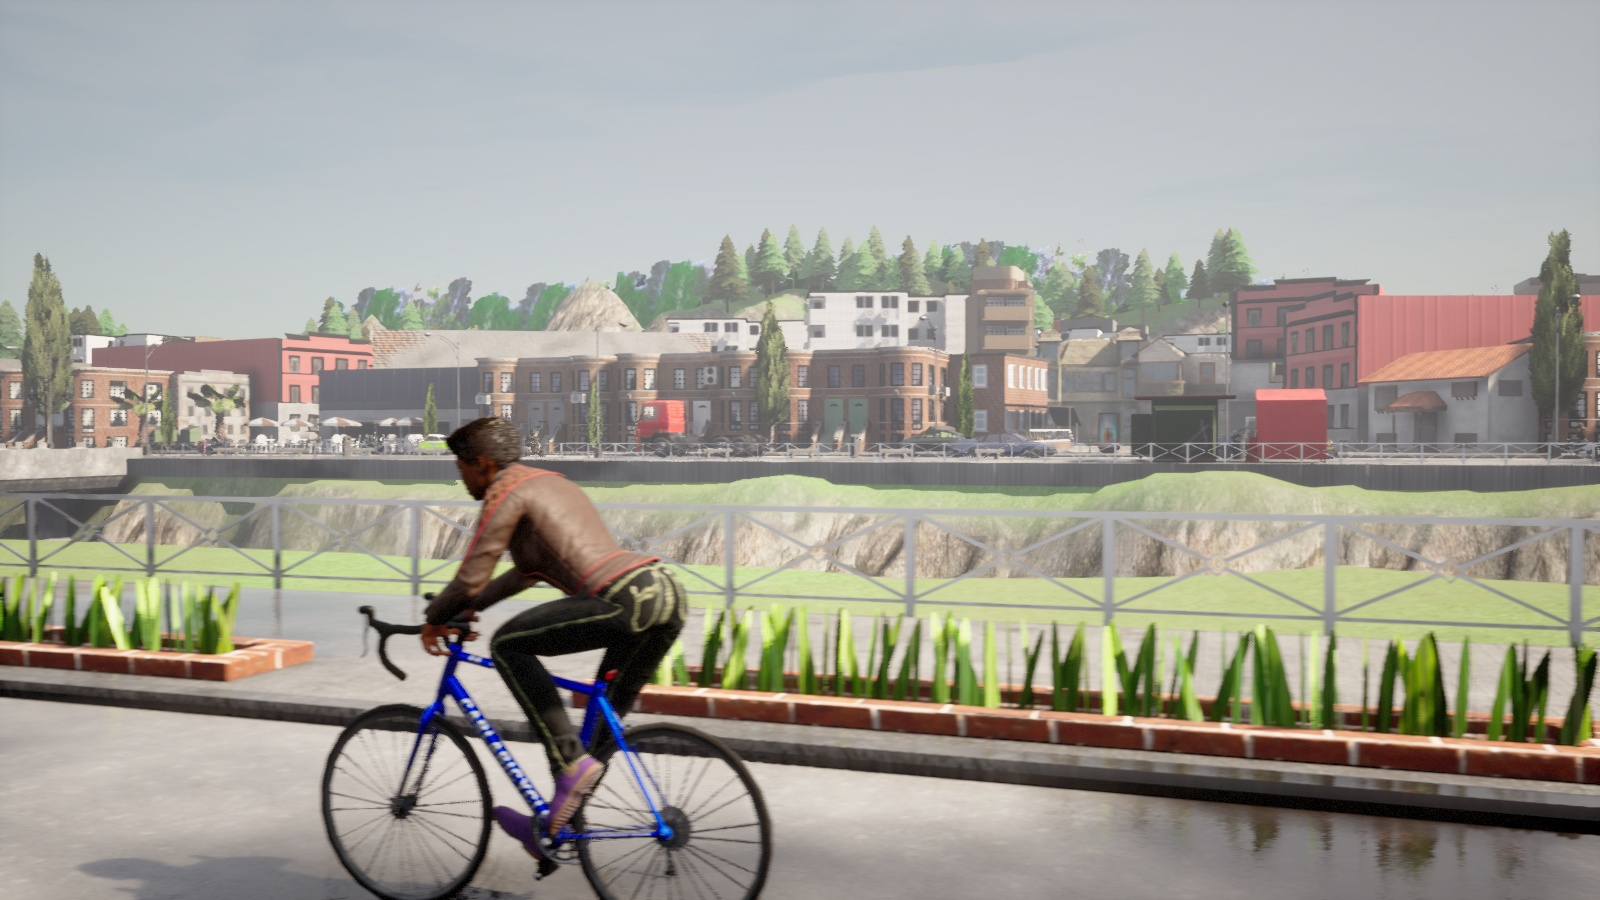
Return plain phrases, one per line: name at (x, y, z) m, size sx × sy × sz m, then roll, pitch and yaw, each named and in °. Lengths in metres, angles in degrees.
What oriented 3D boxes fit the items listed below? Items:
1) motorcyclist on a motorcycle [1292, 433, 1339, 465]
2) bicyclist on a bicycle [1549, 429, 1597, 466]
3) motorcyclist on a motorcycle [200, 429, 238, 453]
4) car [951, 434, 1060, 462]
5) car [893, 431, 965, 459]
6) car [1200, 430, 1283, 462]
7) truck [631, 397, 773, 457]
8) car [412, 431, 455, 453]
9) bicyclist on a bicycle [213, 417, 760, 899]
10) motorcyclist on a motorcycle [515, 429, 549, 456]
motorcyclist on a motorcycle at (24.824, -0.066, 60.466) m, size 2.044 × 1.523 × 0.797 m, roll 1°, pitch 1°, yaw 19°
bicyclist on a bicycle at (37.225, -0.132, 60.516) m, size 1.843 × 1.776 × 0.659 m, roll 1°, pitch 1°, yaw 19°
motorcyclist on a motorcycle at (-37.694, -0.585, 81.477) m, size 2.191 × 1.530 × 0.866 m, roll 1°, pitch 1°, yaw 19°
car at (10.679, -0.130, 65.222) m, size 5.357 × 1.411 × 2.033 m, roll 1°, pitch 1°, yaw 19°
car at (7.263, -0.298, 70.587) m, size 3.705 × 1.549 × 1.789 m, roll 1°, pitch 1°, yaw 19°
car at (22.935, -0.235, 65.319) m, size 3.988 × 1.617 × 1.851 m, roll 1°, pitch 1°, yaw 19°
truck at (-5.822, -1.378, 74.971) m, size 7.936 × 3.462 × 2.891 m, roll 1°, pitch 1°, yaw 19°
car at (-23.618, -0.504, 80.966) m, size 2.207 × 1.376 × 1.481 m, roll 1°, pitch 1°, yaw 19°
bicyclist on a bicycle at (-1.009, 0.711, 4.059) m, size 1.656 × 1.620 × 0.582 m, roll 0°, pitch 1°, yaw 19°
motorcyclist on a motorcycle at (-15.815, -0.466, 74.124) m, size 1.817 × 1.590 × 0.866 m, roll 1°, pitch 1°, yaw 19°
